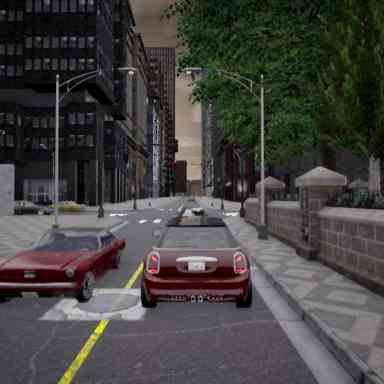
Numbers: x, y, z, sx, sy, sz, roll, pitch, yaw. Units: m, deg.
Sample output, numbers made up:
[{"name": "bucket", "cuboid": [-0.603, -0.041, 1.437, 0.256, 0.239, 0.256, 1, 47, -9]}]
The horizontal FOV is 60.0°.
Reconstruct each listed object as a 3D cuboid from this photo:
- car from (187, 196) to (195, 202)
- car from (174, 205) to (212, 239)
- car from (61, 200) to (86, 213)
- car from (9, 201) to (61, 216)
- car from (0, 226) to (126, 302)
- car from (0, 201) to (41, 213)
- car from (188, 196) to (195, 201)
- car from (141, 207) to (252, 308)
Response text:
[{"name": "car", "cuboid": [-0.170, 1.717, 79.721, 2.033, 1.411, 5.357, 0, 0, 0]}, {"name": "car", "cuboid": [0.059, 1.538, 18.229, 1.812, 1.442, 4.674, 0, 0, 0]}, {"name": "car", "cuboid": [-14.852, 1.669, 38.681, 4.829, 1.417, 1.752, 0, -1, 0]}, {"name": "car", "cuboid": [-14.701, 1.512, 30.156, 4.403, 1.369, 2.008, 0, -1, 0]}, {"name": "car", "cuboid": [-3.016, 1.604, 8.379, 1.895, 1.301, 4.718, 0, 0, 0]}, {"name": "car", "cuboid": [-20.194, 1.701, 38.698, 4.403, 1.369, 2.008, 0, -1, 0]}, {"name": "car", "cuboid": [-0.193, 1.695, 90.140, 1.812, 1.442, 4.674, 0, 0, 0]}, {"name": "car", "cuboid": [0.081, 1.355, 8.102, 2.097, 1.767, 4.553, 0, 0, 0]}]
